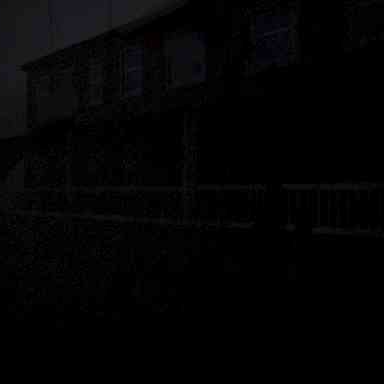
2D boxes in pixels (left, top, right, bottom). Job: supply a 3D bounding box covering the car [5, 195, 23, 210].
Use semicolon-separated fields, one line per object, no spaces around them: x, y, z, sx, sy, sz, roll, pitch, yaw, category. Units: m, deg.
-15.396;1.060;27.943;1.994;1.385;4.181;0;14;34;car
